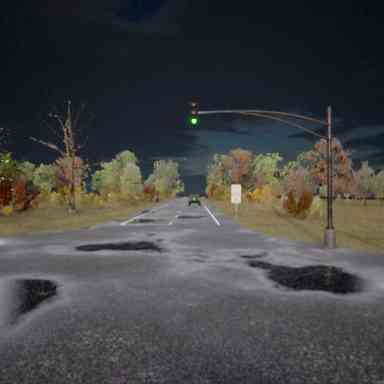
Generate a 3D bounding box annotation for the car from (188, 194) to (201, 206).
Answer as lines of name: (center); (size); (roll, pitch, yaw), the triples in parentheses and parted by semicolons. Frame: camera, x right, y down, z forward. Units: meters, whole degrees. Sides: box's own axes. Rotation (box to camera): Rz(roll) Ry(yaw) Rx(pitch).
car: (0.451, 1.432, 59.170); (2.150, 2.045, 5.566); (0, 0, 0)
